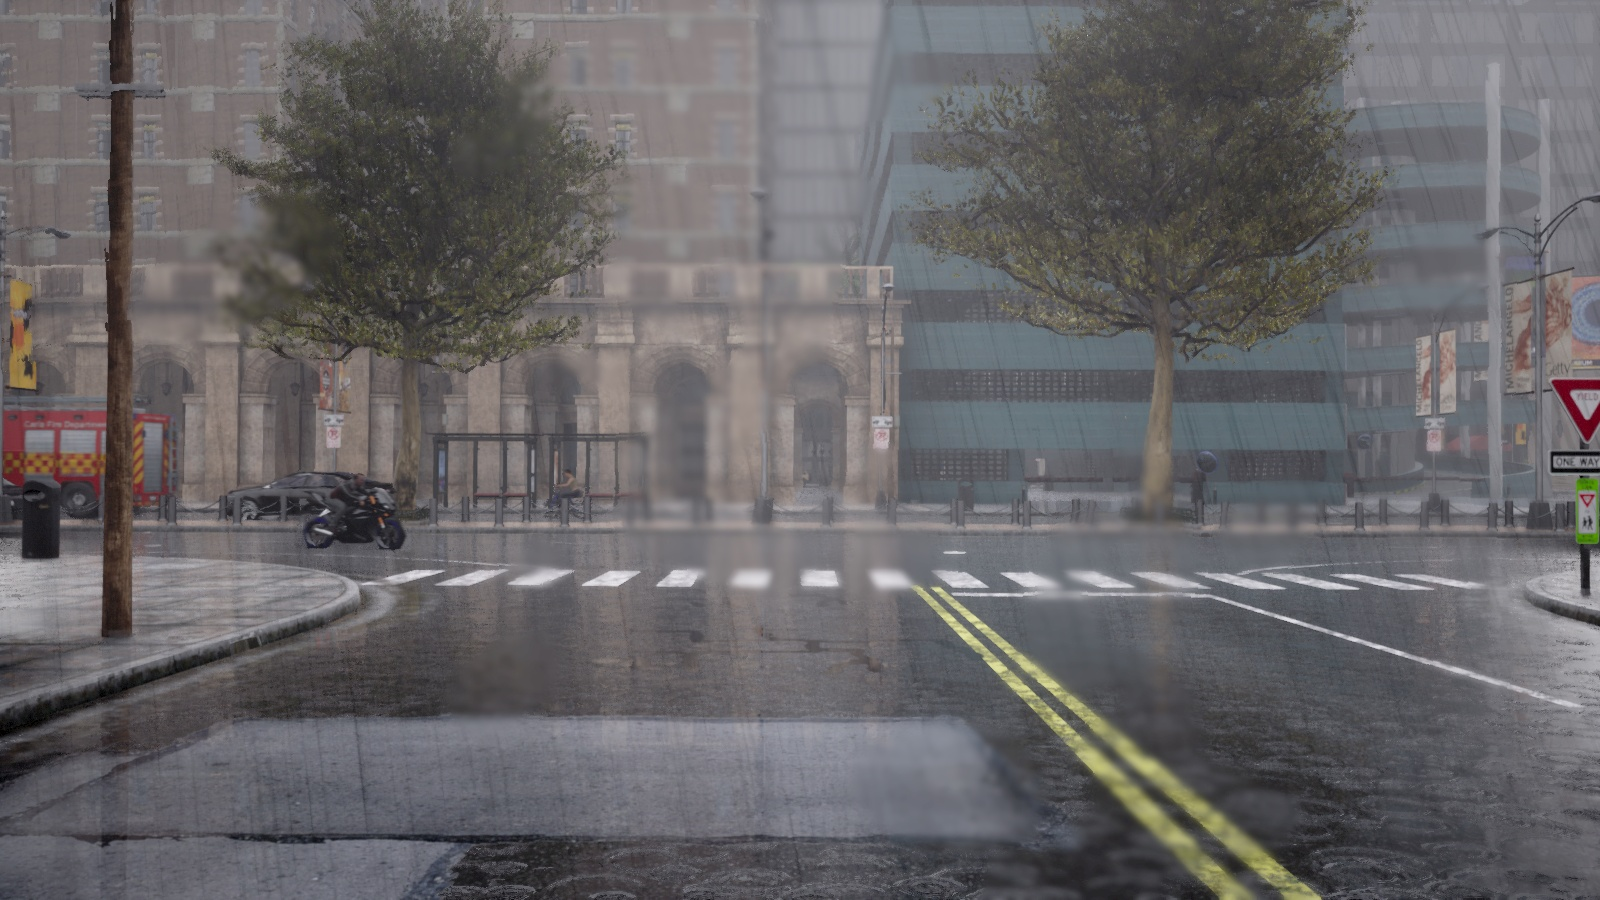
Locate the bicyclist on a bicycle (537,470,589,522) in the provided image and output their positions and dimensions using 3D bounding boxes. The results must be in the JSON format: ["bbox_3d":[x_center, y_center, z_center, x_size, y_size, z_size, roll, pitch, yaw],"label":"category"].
[{"bbox_3d":[-7.565,1.460,40.141,1.509,1.612,0.866,0,-1,1],"label":"bicyclist on a bicycle"}]

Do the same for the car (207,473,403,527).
[{"bbox_3d":[-14.400,1.449,36.742,4.902,1.511,2.128,0,-1,1],"label":"car"}]

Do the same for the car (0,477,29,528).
[{"bbox_3d":[-25.303,1.553,36.891,4.193,1.474,1.816,0,-1,1],"label":"car"}]

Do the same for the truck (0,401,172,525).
[{"bbox_3d":[-25.181,0.433,40.409,8.468,3.827,2.891,0,-1,1],"label":"truck"}]

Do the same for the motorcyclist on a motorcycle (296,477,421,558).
[{"bbox_3d":[-8.622,1.299,24.555,2.191,1.530,0.866,0,0,14],"label":"motorcyclist on a motorcycle"}]
